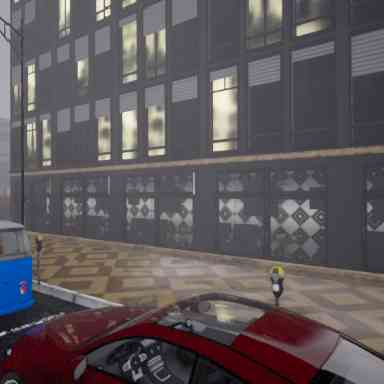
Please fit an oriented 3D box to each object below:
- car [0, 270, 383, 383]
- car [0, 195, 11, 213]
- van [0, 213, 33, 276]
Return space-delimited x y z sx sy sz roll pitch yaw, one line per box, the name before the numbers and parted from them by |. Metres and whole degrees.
car | 0.025 1.583 2.818 4.206 1.307 1.802 0 0 35
car | -14.510 1.374 28.227 2.192 1.841 5.009 -1 -1 35
van | -4.608 1.346 6.119 3.998 1.788 1.690 0 0 35
